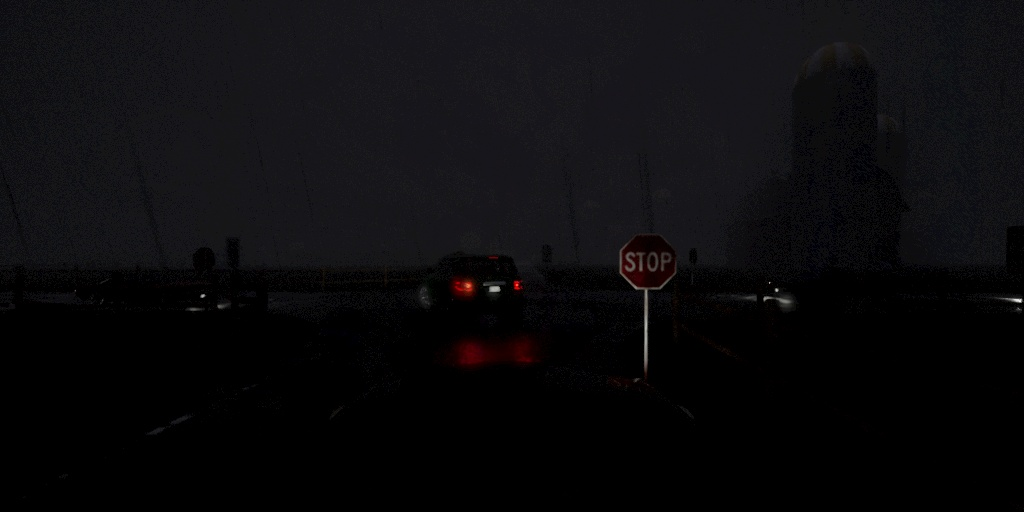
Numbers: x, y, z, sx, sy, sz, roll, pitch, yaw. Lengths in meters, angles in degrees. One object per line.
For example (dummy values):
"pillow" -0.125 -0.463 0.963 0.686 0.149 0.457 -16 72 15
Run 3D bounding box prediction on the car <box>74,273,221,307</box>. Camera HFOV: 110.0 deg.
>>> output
"car" -15.374 1.398 15.349 4.718 1.301 1.895 0 0 2

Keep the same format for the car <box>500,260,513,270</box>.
"car" -0.776 1.325 54.223 1.812 1.442 4.674 0 0 3

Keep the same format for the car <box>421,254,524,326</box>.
"car" -1.528 0.968 12.054 2.150 2.045 5.566 0 0 -23

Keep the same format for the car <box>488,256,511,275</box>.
"car" -1.340 0.992 40.688 2.150 2.045 5.566 0 0 2

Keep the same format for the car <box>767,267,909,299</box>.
"car" 15.313 1.246 17.033 5.357 1.411 2.033 0 0 2

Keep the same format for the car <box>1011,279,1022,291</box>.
"car" 26.923 1.230 16.564 5.357 1.411 2.033 0 0 2
